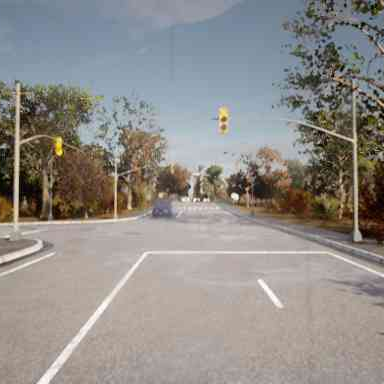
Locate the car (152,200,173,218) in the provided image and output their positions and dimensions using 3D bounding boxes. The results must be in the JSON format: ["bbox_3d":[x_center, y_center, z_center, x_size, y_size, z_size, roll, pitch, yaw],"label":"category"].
[{"bbox_3d":[-3.517,2.105,40.494,2.150,2.045,5.566,0,1,0],"label":"car"}]
